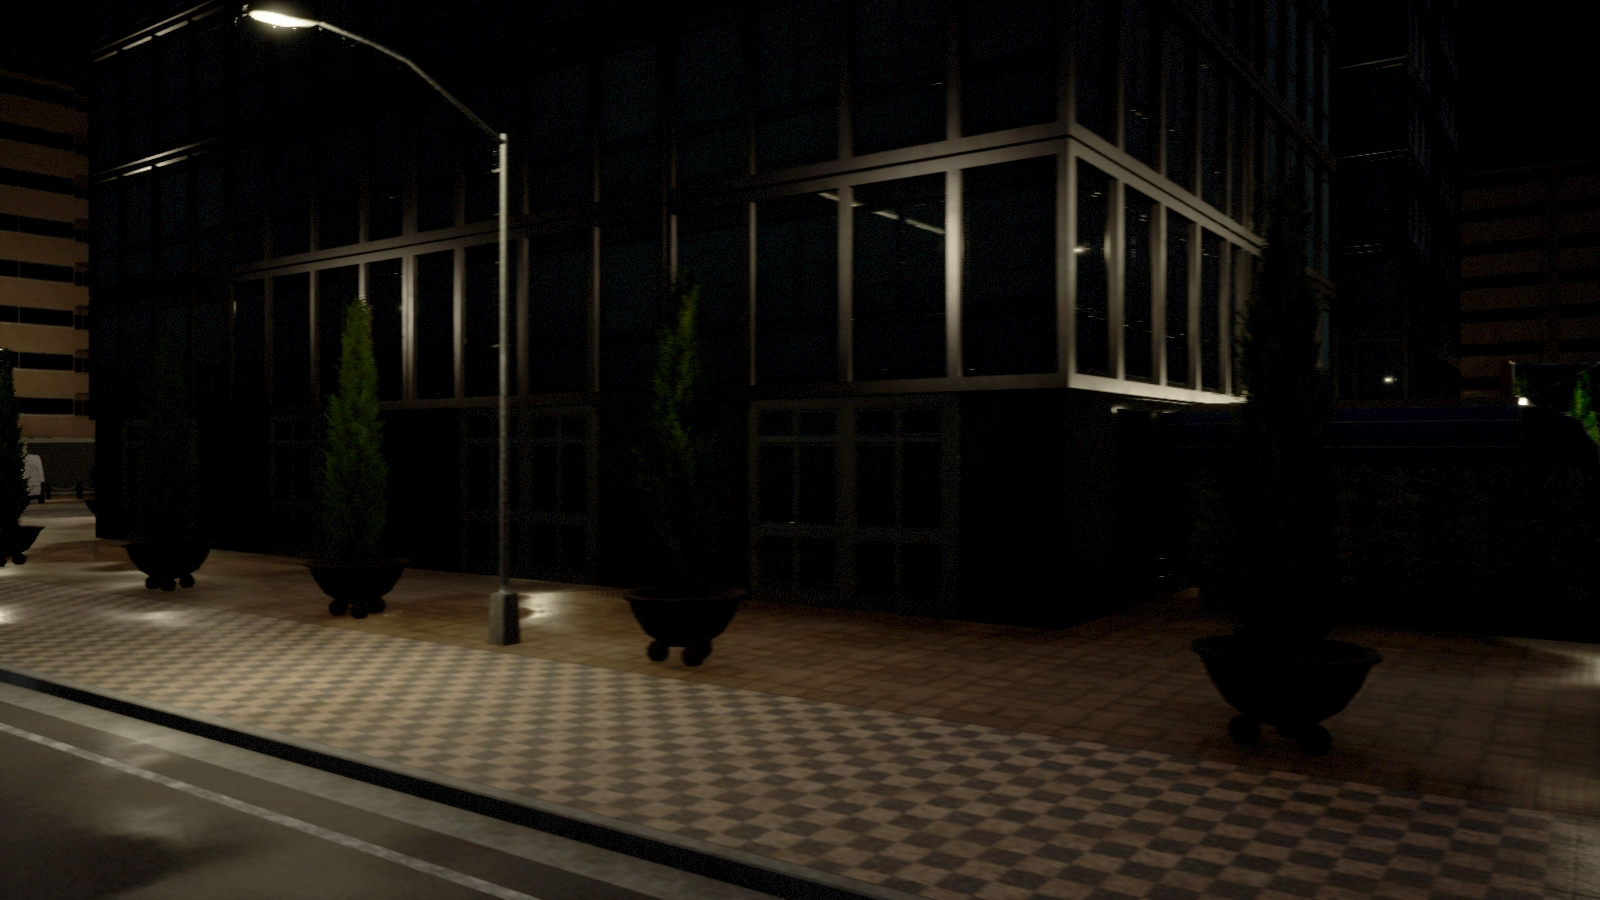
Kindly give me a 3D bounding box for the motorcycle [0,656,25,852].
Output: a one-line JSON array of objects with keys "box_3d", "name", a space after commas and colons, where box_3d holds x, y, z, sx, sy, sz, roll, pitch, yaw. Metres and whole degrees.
[{"box_3d": [-6.678, 2.156, 8.460, 2.356, 1.307, 0.764, 0, 0, 35], "name": "motorcycle"}]
